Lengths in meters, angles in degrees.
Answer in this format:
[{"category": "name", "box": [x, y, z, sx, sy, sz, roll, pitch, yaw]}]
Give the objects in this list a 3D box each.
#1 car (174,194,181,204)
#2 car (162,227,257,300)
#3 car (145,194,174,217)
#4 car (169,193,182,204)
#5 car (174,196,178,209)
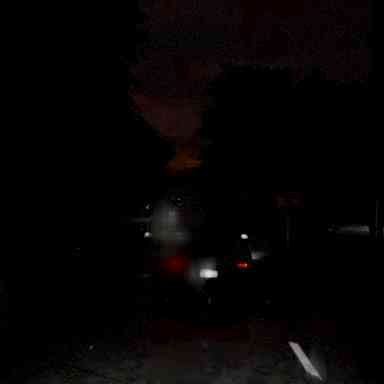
[{"category": "car", "box": [-3.093, 1.374, 50.962, 2.128, 1.511, 4.902, 0, 0, 0]}, {"category": "car", "box": [0.486, 1.560, 8.442, 1.994, 1.385, 4.181, 0, 0, 5]}, {"category": "car", "box": [-3.080, 1.300, 30.808, 2.097, 1.767, 4.553, 1, 0, 0]}, {"category": "car", "box": [-3.050, 1.175, 61.224, 2.097, 1.767, 4.553, 0, 0, 0]}, {"category": "car", "box": [-3.097, 1.528, 40.737, 1.895, 1.301, 4.718, 0, 0, 0]}]
